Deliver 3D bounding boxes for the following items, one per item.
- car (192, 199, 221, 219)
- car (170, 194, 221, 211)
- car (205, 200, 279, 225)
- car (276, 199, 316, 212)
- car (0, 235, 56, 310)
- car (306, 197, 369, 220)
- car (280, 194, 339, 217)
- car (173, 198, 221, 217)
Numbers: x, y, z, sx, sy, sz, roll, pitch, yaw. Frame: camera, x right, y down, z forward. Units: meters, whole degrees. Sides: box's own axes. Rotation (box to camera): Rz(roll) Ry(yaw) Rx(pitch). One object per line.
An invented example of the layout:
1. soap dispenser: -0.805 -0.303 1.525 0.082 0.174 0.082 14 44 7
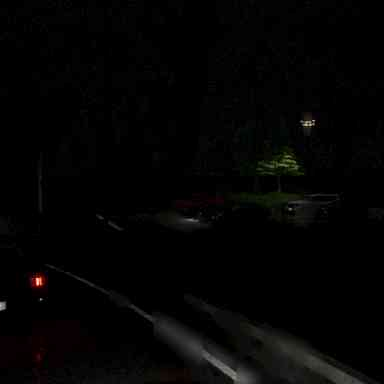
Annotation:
1. car: 2.514 1.565 27.573 4.181 1.385 1.994 0 0 -22
2. car: 0.501 1.223 34.310 5.566 2.045 2.150 0 0 -22
3. car: 3.636 1.526 24.229 4.674 1.442 1.812 0 0 -22
4. car: 12.147 1.565 38.994 4.181 1.385 1.994 0 0 -21
5. car: -4.647 1.601 7.138 1.895 1.301 4.718 0 0 -41
6. car: 12.390 1.478 27.782 5.008 1.535 1.882 0 0 -22
7. car: 11.455 1.224 31.179 5.566 2.045 2.150 0 0 -22
8. car: 1.008 1.527 30.717 4.674 1.442 1.812 0 0 -22
